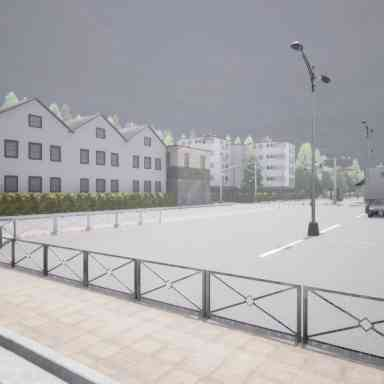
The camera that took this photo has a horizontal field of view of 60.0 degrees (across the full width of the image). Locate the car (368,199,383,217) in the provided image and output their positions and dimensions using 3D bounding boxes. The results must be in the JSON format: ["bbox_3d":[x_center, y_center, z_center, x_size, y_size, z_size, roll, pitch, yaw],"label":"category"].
[{"bbox_3d":[15.443,1.298,26.791,2.007,1.523,4.514,0,0,35],"label":"car"}]
